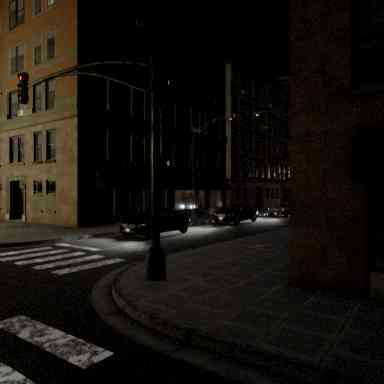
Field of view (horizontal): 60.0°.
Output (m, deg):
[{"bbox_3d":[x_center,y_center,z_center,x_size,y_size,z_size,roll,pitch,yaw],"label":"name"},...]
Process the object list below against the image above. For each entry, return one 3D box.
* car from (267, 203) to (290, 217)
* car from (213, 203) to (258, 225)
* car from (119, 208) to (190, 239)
[{"bbox_3d":[9.371,1.790,33.997,1.895,1.301,4.718,0,0,36],"label":"car"},{"bbox_3d":[3.470,1.626,25.732,2.128,1.511,4.902,0,0,35],"label":"car"},{"bbox_3d":[-1.859,1.609,18.260,1.812,1.442,4.674,0,0,34],"label":"car"}]
